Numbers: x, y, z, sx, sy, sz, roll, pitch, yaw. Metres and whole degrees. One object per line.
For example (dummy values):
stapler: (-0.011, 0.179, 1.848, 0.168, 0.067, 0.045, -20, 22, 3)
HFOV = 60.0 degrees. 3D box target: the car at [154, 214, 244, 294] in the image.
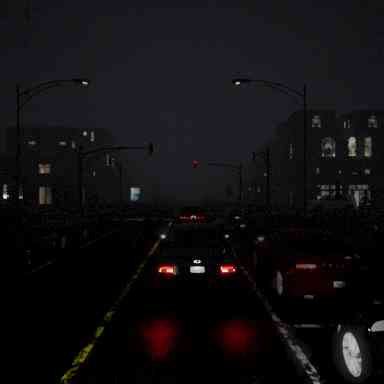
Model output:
car: (0.089, 1.548, 8.941, 2.033, 1.411, 5.357, 0, 0, 0)

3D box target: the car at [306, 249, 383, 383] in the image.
car: (2.691, 1.551, 2.593, 2.008, 1.369, 4.403, 0, 0, 0)

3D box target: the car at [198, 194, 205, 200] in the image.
car: (2.586, 1.458, 90.712, 1.967, 1.590, 4.097, 0, 0, 0)

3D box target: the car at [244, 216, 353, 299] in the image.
car: (2.685, 1.546, 8.285, 1.887, 1.381, 4.507, 0, 0, 0)

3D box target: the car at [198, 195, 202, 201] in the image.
car: (2.618, 1.590, 63.101, 1.802, 1.307, 4.206, 0, 0, 0)

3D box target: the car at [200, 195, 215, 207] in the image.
car: (2.632, 1.572, 52.059, 1.947, 1.339, 4.313, 0, 0, 0)

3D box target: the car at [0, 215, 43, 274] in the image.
car: (-5.695, 1.441, 8.292, 1.967, 1.590, 4.097, 0, 0, 0)

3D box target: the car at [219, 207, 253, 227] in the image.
car: (2.671, 1.553, 19.669, 2.008, 1.369, 4.403, 0, 0, 0)

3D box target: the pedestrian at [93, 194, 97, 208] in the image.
pedestrian: (-12.603, 1.135, 43.187, 0.375, 1.860, 0.375, 0, -1, 1)

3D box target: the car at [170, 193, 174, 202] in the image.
car: (-5.775, 1.451, 74.149, 1.967, 1.590, 4.097, 0, 0, 0)

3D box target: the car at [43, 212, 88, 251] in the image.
car: (-5.703, 1.552, 13.984, 2.008, 1.369, 4.403, 0, 0, 0)

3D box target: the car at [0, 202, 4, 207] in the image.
car: (-25.499, 1.447, 40.427, 4.829, 1.417, 1.752, 0, -1, 1)

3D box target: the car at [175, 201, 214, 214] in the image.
car: (0.077, 1.507, 19.462, 1.837, 1.490, 4.892, 0, 0, 0)

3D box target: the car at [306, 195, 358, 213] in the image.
car: (15.567, 1.315, 37.253, 5.566, 2.045, 2.150, 0, 0, 1)

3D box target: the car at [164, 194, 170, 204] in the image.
car: (-5.762, 1.559, 63.105, 2.008, 1.369, 4.403, 0, 0, 0)

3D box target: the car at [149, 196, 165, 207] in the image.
car: (-5.749, 1.588, 52.062, 1.802, 1.307, 4.206, 0, 0, 0)
